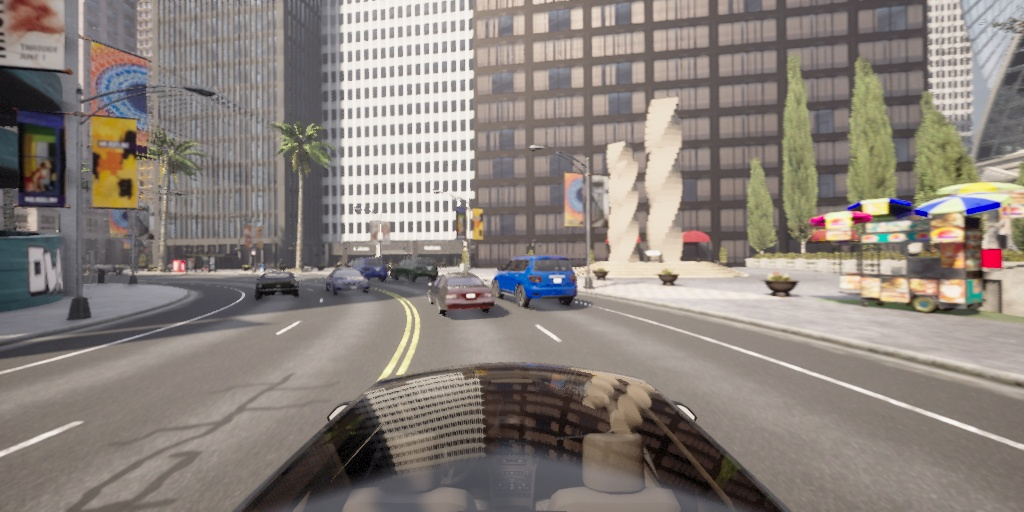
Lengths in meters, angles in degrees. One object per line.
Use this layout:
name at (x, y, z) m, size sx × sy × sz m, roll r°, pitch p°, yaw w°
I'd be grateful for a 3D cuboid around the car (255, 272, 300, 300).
car at (-12.557, 1.535, 19.259) m, size 1.895 × 1.301 × 4.718 m, roll 0°, pitch 0°, yaw -34°

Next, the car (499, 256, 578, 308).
car at (0.811, 1.025, 15.846) m, size 2.150 × 2.045 × 5.566 m, roll 0°, pitch 0°, yaw -19°

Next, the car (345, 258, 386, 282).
car at (-12.603, 1.204, 30.440) m, size 5.566 × 2.045 × 2.150 m, roll -1°, pitch -1°, yaw 45°

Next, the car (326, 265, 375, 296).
car at (-9.739, 1.444, 21.117) m, size 1.812 × 1.442 × 4.674 m, roll 0°, pitch 0°, yaw -34°

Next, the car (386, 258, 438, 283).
car at (-8.551, 1.172, 31.258) m, size 2.150 × 2.045 × 5.566 m, roll 0°, pitch -1°, yaw -42°

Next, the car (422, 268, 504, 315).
car at (-2.164, 1.369, 14.136) m, size 2.033 × 1.411 × 5.357 m, roll 0°, pitch 0°, yaw -19°
